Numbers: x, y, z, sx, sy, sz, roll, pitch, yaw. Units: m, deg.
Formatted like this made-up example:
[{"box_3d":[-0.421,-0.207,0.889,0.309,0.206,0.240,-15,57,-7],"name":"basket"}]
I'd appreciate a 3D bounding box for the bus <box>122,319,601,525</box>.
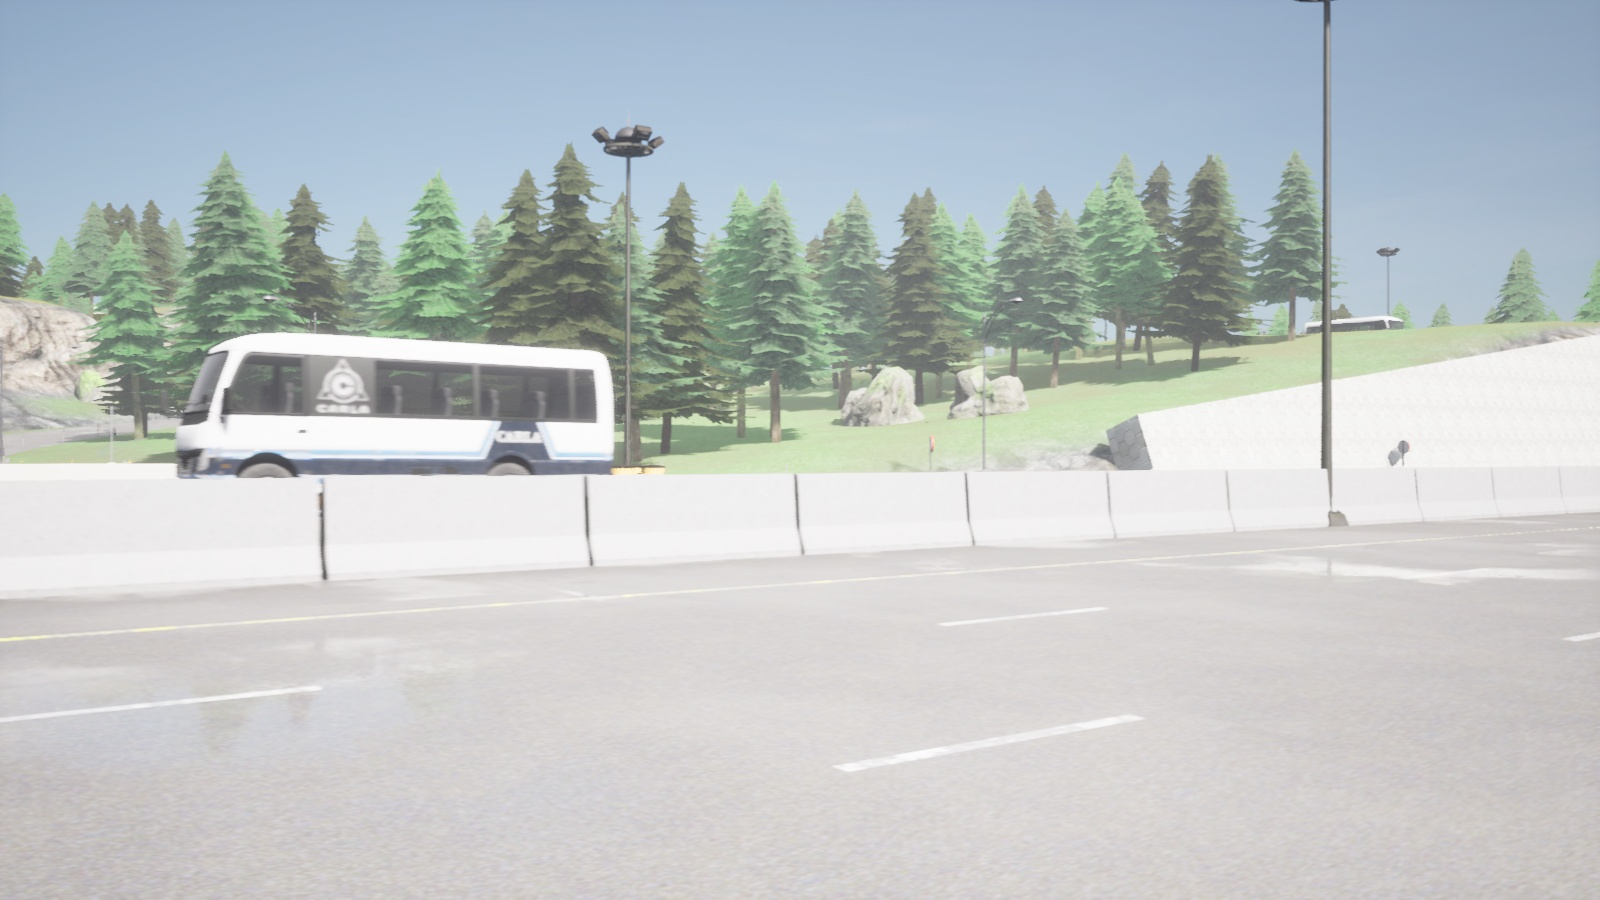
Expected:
[{"box_3d":[-10.410,-0.535,30.533,10.273,4.253,3.944,1,0,-35],"name":"bus"}]
